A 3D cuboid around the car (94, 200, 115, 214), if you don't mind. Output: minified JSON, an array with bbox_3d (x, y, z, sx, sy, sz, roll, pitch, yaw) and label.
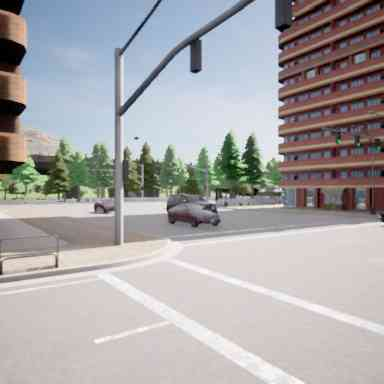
[{"bbox_3d":[-9.069,1.540,35.578,1.812,1.442,4.674,0,0,-35],"label":"car"}]

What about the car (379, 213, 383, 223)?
[{"bbox_3d":[14.327,1.589,20.578,1.895,1.301,4.718,0,0,-35],"label":"car"}]

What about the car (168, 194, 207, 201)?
[{"bbox_3d":[-0.173,1.213,28.888,2.150,2.045,5.566,0,0,-35],"label":"car"}]

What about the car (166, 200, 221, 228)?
[{"bbox_3d":[-0.018,1.519,22.497,1.812,1.442,4.674,0,0,-33],"label":"car"}]
